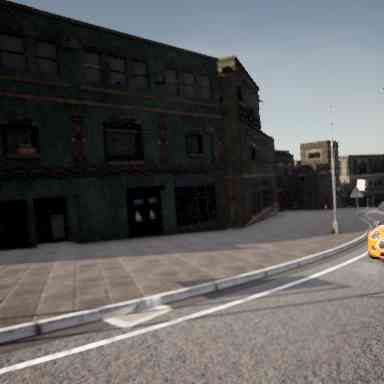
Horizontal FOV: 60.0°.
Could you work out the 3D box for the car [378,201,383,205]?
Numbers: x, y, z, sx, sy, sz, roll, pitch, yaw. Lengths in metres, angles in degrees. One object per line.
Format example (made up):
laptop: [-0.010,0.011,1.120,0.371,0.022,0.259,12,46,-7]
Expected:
car: [29.144,2.161,49.785,1.837,1.490,4.892,-2,-1,38]

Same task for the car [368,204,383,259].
car: [8.012,1.461,12.246,2.097,1.767,4.553,-2,-2,39]
